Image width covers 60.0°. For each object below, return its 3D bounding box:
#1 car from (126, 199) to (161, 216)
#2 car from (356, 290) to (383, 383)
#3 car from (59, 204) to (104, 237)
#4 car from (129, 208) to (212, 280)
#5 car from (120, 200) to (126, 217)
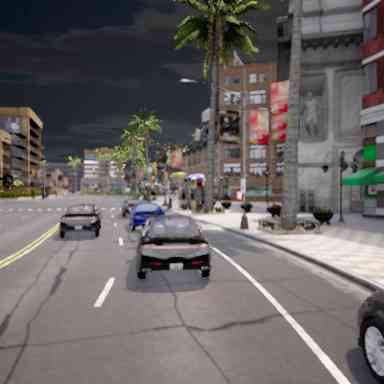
[{"bbox_3d":[-2.747,1.371,19.987,1.882,1.535,5.008,0,0,-13],"label":"car"},{"bbox_3d":[3.053,1.490,2.442,1.837,1.490,4.892,0,0,1],"label":"car"},{"bbox_3d":[-5.697,1.396,17.399,2.128,1.511,4.902,0,0,-14],"label":"car"},{"bbox_3d":[-0.638,1.438,9.813,2.128,1.511,4.902,0,0,-7],"label":"car"},{"bbox_3d":[-5.203,1.349,29.184,1.837,1.490,4.892,0,0,-15],"label":"car"}]
